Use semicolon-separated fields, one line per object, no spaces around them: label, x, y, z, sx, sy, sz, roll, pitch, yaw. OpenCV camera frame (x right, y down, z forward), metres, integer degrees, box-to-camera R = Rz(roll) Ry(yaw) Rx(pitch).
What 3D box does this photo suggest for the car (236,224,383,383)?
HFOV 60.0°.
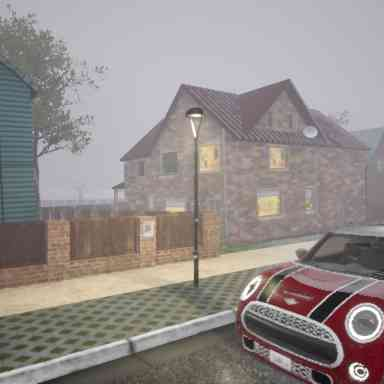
car;2.823;1.352;5.191;4.553;1.767;2.097;0;0;-37
